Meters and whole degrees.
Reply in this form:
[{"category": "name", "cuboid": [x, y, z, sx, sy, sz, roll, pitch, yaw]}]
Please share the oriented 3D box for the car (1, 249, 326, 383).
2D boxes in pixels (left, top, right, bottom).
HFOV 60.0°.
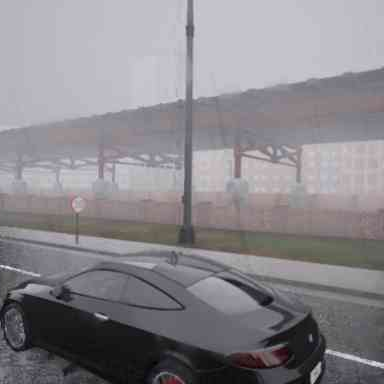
[{"category": "car", "cuboid": [-0.705, 1.529, 4.487, 4.674, 1.442, 1.812, 0, 0, 36]}]
